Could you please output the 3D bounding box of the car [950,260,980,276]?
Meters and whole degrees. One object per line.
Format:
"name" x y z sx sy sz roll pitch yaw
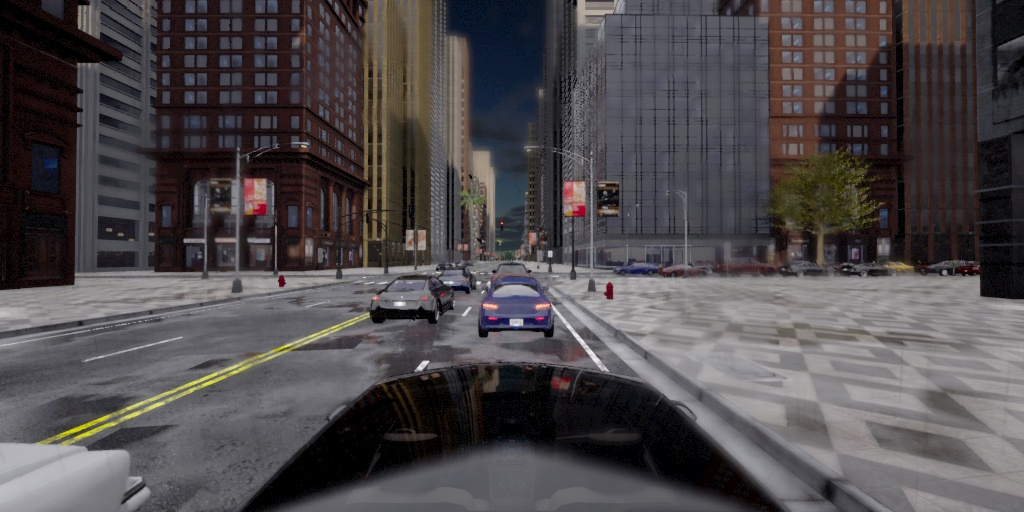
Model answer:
"car" 43.484 1.214 32.608 4.507 1.381 1.888 0 0 -1

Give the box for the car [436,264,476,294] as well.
"car" -3.164 1.353 20.504 1.994 1.385 4.181 0 0 0

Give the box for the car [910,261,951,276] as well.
"car" 42.776 1.206 35.222 4.892 1.490 1.837 0 -1 -1

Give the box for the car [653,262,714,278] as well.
"car" 15.295 1.327 32.150 4.207 1.307 1.802 0 0 -1

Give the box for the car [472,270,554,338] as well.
"car" 0.099 1.284 10.124 1.812 1.442 4.674 0 0 0

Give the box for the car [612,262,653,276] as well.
"car" 13.022 1.347 37.897 4.674 1.442 1.812 0 -1 1

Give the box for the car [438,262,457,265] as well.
"car" -9.877 1.544 52.852 1.994 1.385 4.181 0 0 0

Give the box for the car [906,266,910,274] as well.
"car" 43.181 1.296 41.129 4.829 1.417 1.751 0 0 -1

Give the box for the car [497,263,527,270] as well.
"car" -0.012 1.135 19.110 2.097 1.767 4.553 0 0 0

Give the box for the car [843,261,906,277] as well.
"car" 32.208 1.260 32.425 4.313 1.339 1.948 0 0 -1

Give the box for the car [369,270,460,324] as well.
"car" -3.158 1.327 12.116 1.994 1.385 4.181 0 0 0

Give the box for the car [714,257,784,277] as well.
"car" 20.934 1.041 32.242 5.009 1.841 2.192 0 0 -1

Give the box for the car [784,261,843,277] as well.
"car" 26.571 1.276 32.333 4.313 1.339 1.948 0 0 -1
